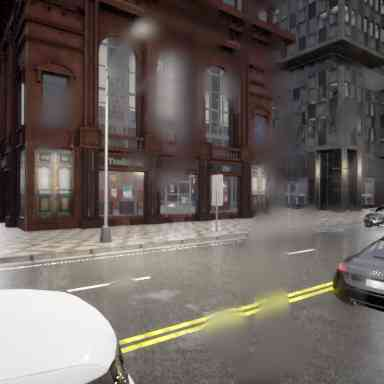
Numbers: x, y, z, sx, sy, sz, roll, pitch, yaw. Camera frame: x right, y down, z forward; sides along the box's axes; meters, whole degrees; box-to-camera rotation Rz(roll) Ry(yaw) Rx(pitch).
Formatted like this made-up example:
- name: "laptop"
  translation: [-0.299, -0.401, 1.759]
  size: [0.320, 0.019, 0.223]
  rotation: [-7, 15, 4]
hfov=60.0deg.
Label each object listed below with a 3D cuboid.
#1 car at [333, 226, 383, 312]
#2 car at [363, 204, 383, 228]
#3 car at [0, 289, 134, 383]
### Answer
- name: "car"
  translation: [4.811, 1.562, 6.888]
  size: [4.181, 1.385, 1.994]
  rotation: [0, 0, -35]
- name: "car"
  translation: [12.516, 1.488, 20.624]
  size: [4.892, 1.490, 1.837]
  rotation: [0, 0, -36]
- name: "car"
  translation: [-2.926, 1.221, 1.348]
  size: [5.566, 2.045, 2.150]
  rotation: [0, 0, -36]
